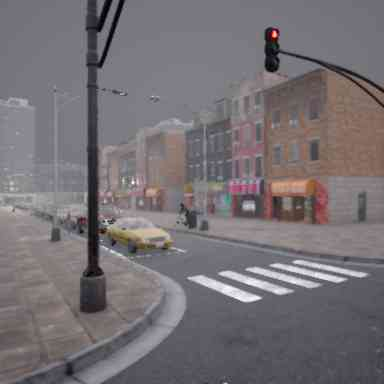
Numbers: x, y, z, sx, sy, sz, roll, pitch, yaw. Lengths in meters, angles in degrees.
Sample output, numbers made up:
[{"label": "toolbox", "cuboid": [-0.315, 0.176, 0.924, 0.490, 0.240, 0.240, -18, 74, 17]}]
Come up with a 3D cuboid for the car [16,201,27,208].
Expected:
[{"label": "car", "cuboid": [-38.853, 2.864, 75.761, 1.947, 1.339, 4.313, 0, -1, -31]}]

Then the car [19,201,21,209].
[{"label": "car", "cuboid": [-30.389, 2.567, 61.569, 1.752, 1.417, 4.829, 0, -1, -31]}]

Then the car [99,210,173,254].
[{"label": "car", "cuboid": [-2.466, 1.724, 14.750, 1.752, 1.417, 4.829, 0, -1, -31]}]

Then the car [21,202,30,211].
[{"label": "car", "cuboid": [-27.684, 2.511, 57.033, 2.008, 1.369, 4.403, 0, -1, -31]}]

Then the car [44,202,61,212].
[{"label": "car", "cuboid": [-22.606, 2.352, 53.859, 1.882, 1.535, 5.008, 0, -1, -31]}]

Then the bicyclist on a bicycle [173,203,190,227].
[{"label": "bicyclist on a bicycle", "cuboid": [-0.535, 1.580, 22.535, 1.656, 1.620, 0.582, 0, -1, -31]}]

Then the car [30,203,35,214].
[{"label": "car", "cuboid": [-19.307, 2.257, 42.987, 2.008, 1.369, 4.403, 0, -1, -31]}]

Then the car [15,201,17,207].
[{"label": "car", "cuboid": [-36.060, 2.795, 71.079, 1.802, 1.307, 4.206, 0, -1, -31]}]

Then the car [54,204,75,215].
[{"label": "car", "cuboid": [-17.327, 2.315, 45.009, 1.895, 1.301, 4.718, 0, -1, -31]}]

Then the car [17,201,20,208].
[{"label": "car", "cuboid": [-33.268, 2.695, 66.397, 1.947, 1.339, 4.313, 0, -1, -31]}]

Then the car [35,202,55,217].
[{"label": "car", "cuboid": [-16.514, 2.187, 38.305, 1.947, 1.339, 4.313, 0, -1, -31]}]

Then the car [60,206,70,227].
[{"label": "car", "cuboid": [-8.137, 1.950, 24.259, 1.802, 1.307, 4.206, 0, -1, -31]}]

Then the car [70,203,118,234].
[{"label": "car", "cuboid": [-5.347, 1.600, 19.580, 2.192, 1.841, 5.009, 0, -1, -31]}]

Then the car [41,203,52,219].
[{"label": "car", "cuboid": [-13.722, 2.103, 33.623, 1.947, 1.339, 4.313, 0, -1, -31]}]

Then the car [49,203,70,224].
[{"label": "car", "cuboid": [-10.843, 1.975, 28.795, 1.752, 1.417, 4.829, 0, -1, -31]}]
